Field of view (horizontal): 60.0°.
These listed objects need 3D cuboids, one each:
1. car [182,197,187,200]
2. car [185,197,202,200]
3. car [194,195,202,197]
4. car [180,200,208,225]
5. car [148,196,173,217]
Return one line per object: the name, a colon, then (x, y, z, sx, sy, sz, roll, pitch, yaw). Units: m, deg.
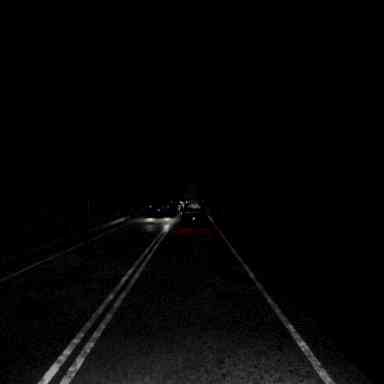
car: (-1.735, 1.902, 89.327, 1.895, 1.301, 4.718, 0, 0, 2)
car: (0.355, 1.750, 43.264, 1.812, 1.442, 4.674, 0, 0, 1)
car: (1.427, 1.584, 86.498, 2.097, 1.767, 4.553, 0, 0, 2)
car: (0.143, 1.613, 24.833, 2.128, 1.511, 4.902, 0, 0, 0)
car: (-3.133, 1.387, 34.361, 2.150, 2.045, 5.566, 0, 0, 1)
